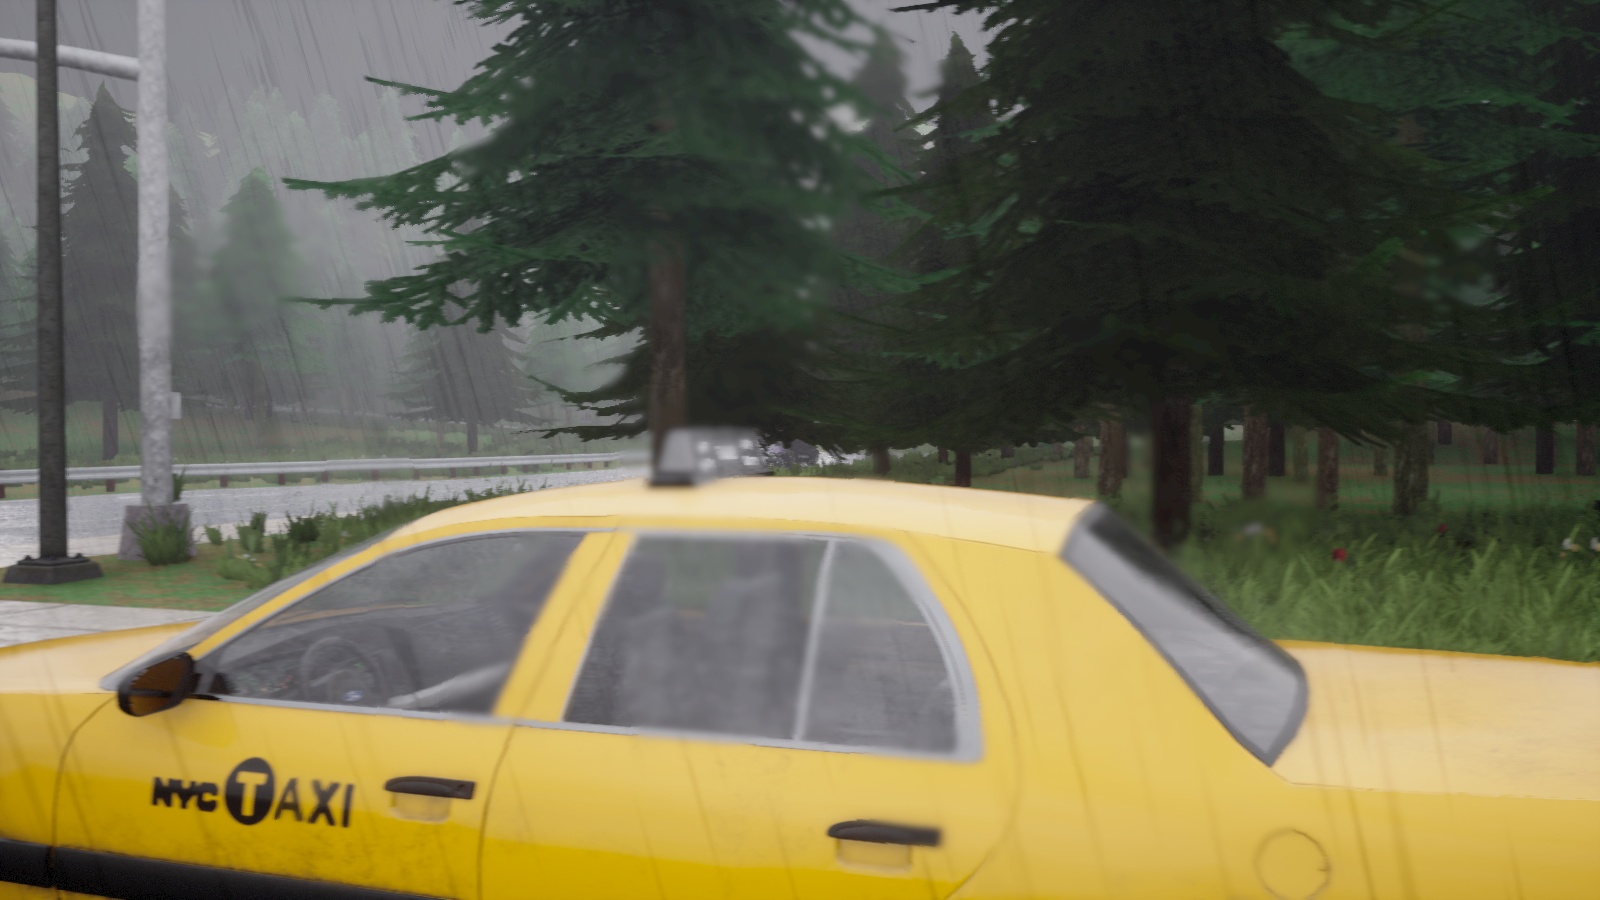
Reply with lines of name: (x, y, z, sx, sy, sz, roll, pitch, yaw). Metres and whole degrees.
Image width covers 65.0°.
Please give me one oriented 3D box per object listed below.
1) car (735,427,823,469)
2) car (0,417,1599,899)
car: (-0.805, -0.106, 51.997, 2.033, 1.649, 4.856, 1, 1, 20)
car: (-0.396, 0.711, 3.328, 5.366, 1.575, 1.801, 1, 1, 19)
